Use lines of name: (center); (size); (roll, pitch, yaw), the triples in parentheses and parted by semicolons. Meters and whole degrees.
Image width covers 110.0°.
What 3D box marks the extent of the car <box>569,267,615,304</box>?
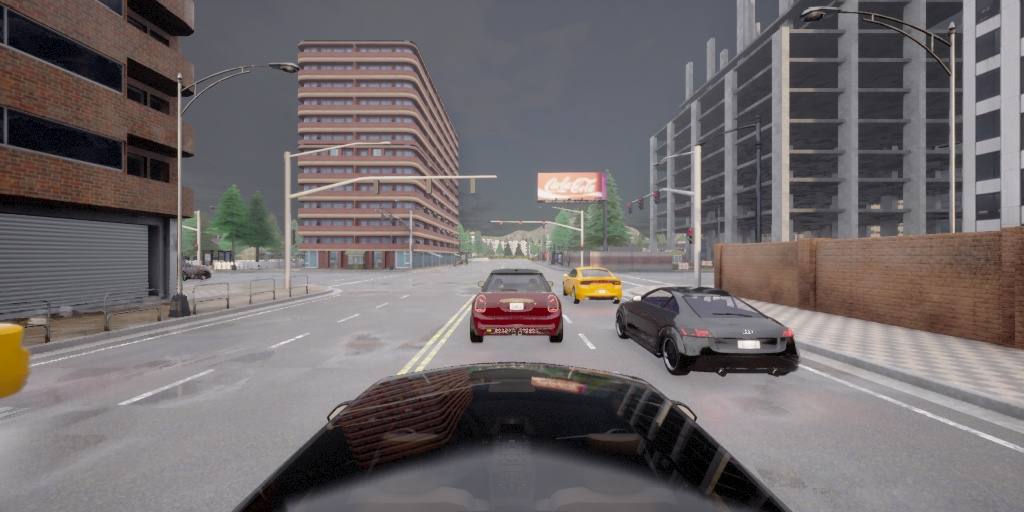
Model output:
car: (3.501, 1.228, 16.389); (1.882, 1.535, 5.008); (0, 0, 0)

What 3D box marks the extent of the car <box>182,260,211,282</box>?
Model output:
car: (-26.454, 1.101, 28.192); (4.553, 1.767, 2.097); (0, 0, 0)

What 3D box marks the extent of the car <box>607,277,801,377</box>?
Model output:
car: (3.599, 1.314, 7.456); (1.994, 1.385, 4.181); (0, 0, 0)

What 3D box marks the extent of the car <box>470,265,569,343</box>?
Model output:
car: (0.101, 1.102, 9.862); (2.097, 1.767, 4.553); (0, 0, 0)

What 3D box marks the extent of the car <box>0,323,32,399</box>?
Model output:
car: (-7.100, 1.227, 2.400); (1.882, 1.535, 5.008); (0, 0, 0)
